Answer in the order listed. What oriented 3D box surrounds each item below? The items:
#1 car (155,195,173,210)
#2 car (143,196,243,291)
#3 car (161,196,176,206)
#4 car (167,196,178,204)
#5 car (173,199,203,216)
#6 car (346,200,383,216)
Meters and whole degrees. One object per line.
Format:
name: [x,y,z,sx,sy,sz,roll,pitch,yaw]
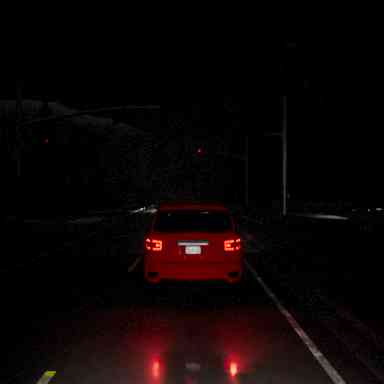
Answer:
car: [-3.694,1.345,44.524,2.097,1.767,4.553,0,0,0]
car: [0.038,1.220,9.128,2.150,2.045,5.566,0,0,0]
car: [-3.712,1.483,54.019,2.128,1.511,4.902,0,0,0]
car: [-3.699,1.554,63.905,1.994,1.385,4.181,0,0,0]
car: [-0.279,1.501,33.525,1.837,1.490,4.892,2,0,13]
car: [16.483,1.515,29.941,4.892,1.490,1.837,0,0,-2]
